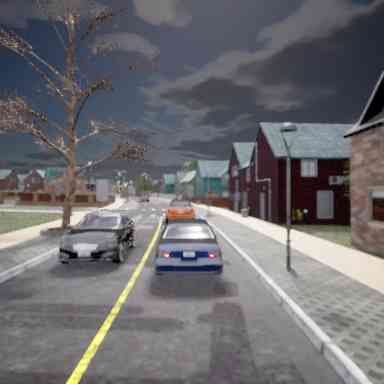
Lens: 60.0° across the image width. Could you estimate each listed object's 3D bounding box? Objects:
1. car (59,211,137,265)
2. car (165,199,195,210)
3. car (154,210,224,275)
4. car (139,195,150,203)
[{"bbox_3d":[-3.122,1.475,11.802,2.128,1.511,4.902,0,0,-2],"label":"car"},{"bbox_3d":[-0.912,1.320,24.590,2.097,1.767,4.553,0,0,-4],"label":"car"},{"bbox_3d":[-0.137,1.532,10.411,2.033,1.411,5.357,0,0,-2],"label":"car"},{"bbox_3d":[-9.692,1.395,68.256,1.837,1.490,4.892,0,0,-11],"label":"car"}]
